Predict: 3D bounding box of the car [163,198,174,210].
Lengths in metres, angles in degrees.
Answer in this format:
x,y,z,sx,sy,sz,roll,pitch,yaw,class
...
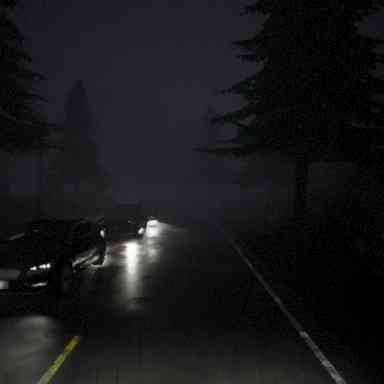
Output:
x,y,z,sx,sy,sz,roll,pitch,yaw,class
-3.994,1.387,39.485,1.994,1.385,4.181,0,0,-39,car

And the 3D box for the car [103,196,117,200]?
x,y,z,sx,sy,sz,roll,pitch,yaw,class
-12.423,1.282,46.069,4.902,1.511,2.128,0,0,22,car

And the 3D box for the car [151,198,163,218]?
x,y,z,sx,sy,sz,roll,pitch,yaw,class
-3.851,1.366,28.295,2.128,1.511,4.902,0,0,-7,car

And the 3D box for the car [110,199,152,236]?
x,y,z,sx,sy,sz,roll,pitch,yaw,class
-3.580,1.399,18.144,1.882,1.535,5.008,0,0,0,car

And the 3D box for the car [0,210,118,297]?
x,y,z,sx,sy,sz,roll,pitch,yaw,class
-3.601,1.456,8.641,2.128,1.511,4.902,0,0,0,car
